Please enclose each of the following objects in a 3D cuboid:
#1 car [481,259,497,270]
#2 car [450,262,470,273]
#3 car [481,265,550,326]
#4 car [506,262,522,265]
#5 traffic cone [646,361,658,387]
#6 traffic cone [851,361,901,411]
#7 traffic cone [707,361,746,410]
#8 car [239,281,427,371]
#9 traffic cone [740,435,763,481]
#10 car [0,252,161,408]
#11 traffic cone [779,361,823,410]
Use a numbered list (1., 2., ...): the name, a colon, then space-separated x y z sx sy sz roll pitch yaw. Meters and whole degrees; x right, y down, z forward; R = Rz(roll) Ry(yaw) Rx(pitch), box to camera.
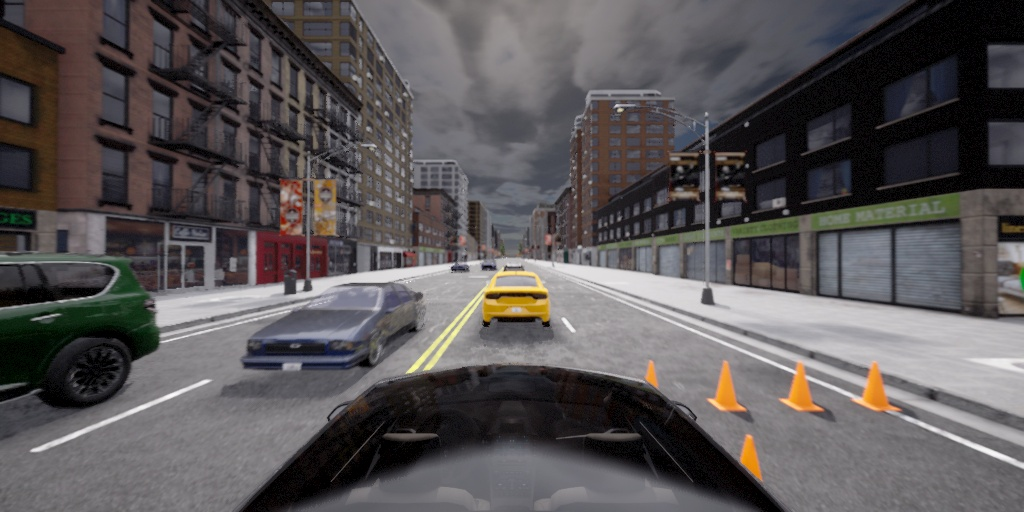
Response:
1. car: -3.221 1.167 50.864 2.097 1.767 4.553 0 0 0
2. car: -6.503 1.405 45.157 1.895 1.301 4.718 0 0 0
3. car: 0.120 1.240 11.722 1.882 1.535 5.008 0 0 0
4. car: 0.163 1.282 32.573 2.128 1.511 4.902 0 0 0
5. traffic cone: 1.872 1.710 4.820 0.340 0.580 0.340 0 0 0
6. traffic cone: 4.872 1.713 4.814 0.340 0.580 0.340 0 0 0
7. traffic cone: 2.872 1.711 4.818 0.340 0.580 0.340 0 0 0
8. car: -3.341 1.303 8.121 2.033 1.411 5.357 0 0 0
9. traffic cone: 1.868 1.708 2.820 0.340 0.580 0.340 0 0 0
10. car: -6.602 0.968 3.269 2.150 2.045 5.566 0 0 0
11. traffic cone: 3.872 1.712 4.816 0.340 0.580 0.340 0 0 0
